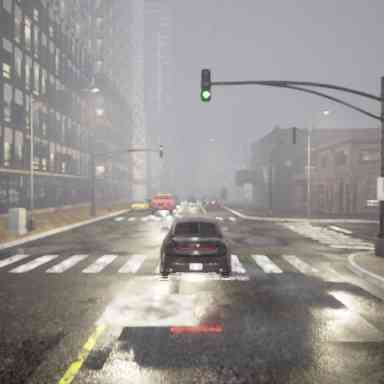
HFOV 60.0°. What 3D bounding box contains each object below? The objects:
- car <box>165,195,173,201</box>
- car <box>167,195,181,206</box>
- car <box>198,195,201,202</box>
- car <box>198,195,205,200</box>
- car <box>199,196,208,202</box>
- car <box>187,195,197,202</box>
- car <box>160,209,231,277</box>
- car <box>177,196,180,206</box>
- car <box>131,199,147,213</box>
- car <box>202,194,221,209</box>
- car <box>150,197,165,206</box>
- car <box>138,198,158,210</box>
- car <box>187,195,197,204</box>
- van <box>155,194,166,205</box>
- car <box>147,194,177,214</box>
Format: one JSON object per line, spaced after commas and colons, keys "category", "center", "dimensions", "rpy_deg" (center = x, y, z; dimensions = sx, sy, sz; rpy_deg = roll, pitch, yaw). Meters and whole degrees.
{"category": "car", "center": [-5.708, 1.520, 82.873], "dimensions": [1.752, 1.417, 4.829], "rpy_deg": [-1, 0, 0]}
{"category": "car", "center": [-3.025, 1.347, 55.468], "dimensions": [2.097, 1.767, 4.553], "rpy_deg": [0, 0, 0]}
{"category": "car", "center": [2.649, 1.310, 54.772], "dimensions": [2.192, 1.841, 5.009], "rpy_deg": [-1, 0, 0]}
{"category": "car", "center": [2.635, 1.562, 94.280], "dimensions": [1.947, 1.339, 4.313], "rpy_deg": [-1, 0, 0]}
{"category": "car", "center": [2.642, 1.546, 77.348], "dimensions": [2.008, 1.369, 4.403], "rpy_deg": [-1, 0, 0]}
{"category": "car", "center": [-0.035, 1.455, 74.825], "dimensions": [2.033, 1.411, 5.357], "rpy_deg": [0, 0, 0]}
{"category": "car", "center": [0.094, 1.504, 10.248], "dimensions": [1.837, 1.490, 4.892], "rpy_deg": [0, 0, 0]}
{"category": "car", "center": [-3.098, 1.487, 45.536], "dimensions": [2.128, 1.511, 4.902], "rpy_deg": [0, 0, 0]}
{"category": "car", "center": [-5.857, 1.521, 37.720], "dimensions": [1.752, 1.417, 4.829], "rpy_deg": [-1, 0, 0]}
{"category": "car", "center": [2.656, 1.436, 43.483], "dimensions": [1.967, 1.590, 4.097], "rpy_deg": [-1, 0, 0]}
{"category": "car", "center": [-5.694, 1.560, 54.823], "dimensions": [1.947, 1.339, 4.313], "rpy_deg": [-1, 0, 0]}
{"category": "car", "center": [-5.689, 1.561, 43.534], "dimensions": [1.947, 1.339, 4.313], "rpy_deg": [-1, 0, 0]}
{"category": "car", "center": [-0.030, 1.499, 64.412], "dimensions": [1.837, 1.490, 4.892], "rpy_deg": [0, 0, 0]}
{"category": "van", "center": [-5.700, 1.335, 60.467], "dimensions": [1.690, 1.788, 3.998], "rpy_deg": [-1, 0, 0]}
{"category": "car", "center": [-3.119, 1.217, 35.782], "dimensions": [2.150, 2.045, 5.566], "rpy_deg": [0, 0, 0]}
